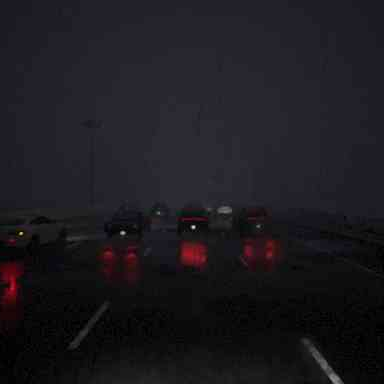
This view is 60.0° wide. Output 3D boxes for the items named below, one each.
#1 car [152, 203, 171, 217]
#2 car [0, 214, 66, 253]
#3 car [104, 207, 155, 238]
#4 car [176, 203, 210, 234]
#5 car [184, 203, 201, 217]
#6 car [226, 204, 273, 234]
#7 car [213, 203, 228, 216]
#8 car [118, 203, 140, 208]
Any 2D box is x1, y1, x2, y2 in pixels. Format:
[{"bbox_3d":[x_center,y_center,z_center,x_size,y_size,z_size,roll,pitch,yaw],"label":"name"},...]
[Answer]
[{"bbox_3d":[-3.448,1.944,36.635,1.837,1.490,4.892,0,-1,0],"label":"car"},{"bbox_3d":[-6.932,1.636,14.051,1.812,1.442,4.674,0,0,0],"label":"car"},{"bbox_3d":[-3.424,1.755,18.667,1.895,1.301,4.718,0,-1,0],"label":"car"},{"bbox_3d":[0.073,1.677,20.481,1.837,1.490,4.892,0,-1,0],"label":"car"},{"bbox_3d":[0.050,1.987,37.660,1.812,1.442,4.674,0,-1,0],"label":"car"},{"bbox_3d":[3.573,1.662,20.292,2.128,1.511,4.902,0,-1,0],"label":"car"},{"bbox_3d":[3.551,1.987,37.656,1.812,1.442,4.674,0,-1,0],"label":"car"},{"bbox_3d":[-6.949,1.943,36.626,1.837,1.490,4.892,0,-1,0],"label":"car"}]
